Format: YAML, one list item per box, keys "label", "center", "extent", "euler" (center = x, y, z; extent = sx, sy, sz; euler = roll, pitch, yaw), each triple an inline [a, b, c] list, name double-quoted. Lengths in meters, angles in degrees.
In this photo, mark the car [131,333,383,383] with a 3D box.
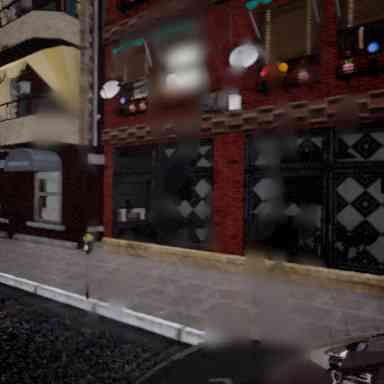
- label: "car"
  center: [1.401, 1.551, 1.711]
  extent: [4.403, 1.369, 2.008]
  euler: [0, 1, 36]
